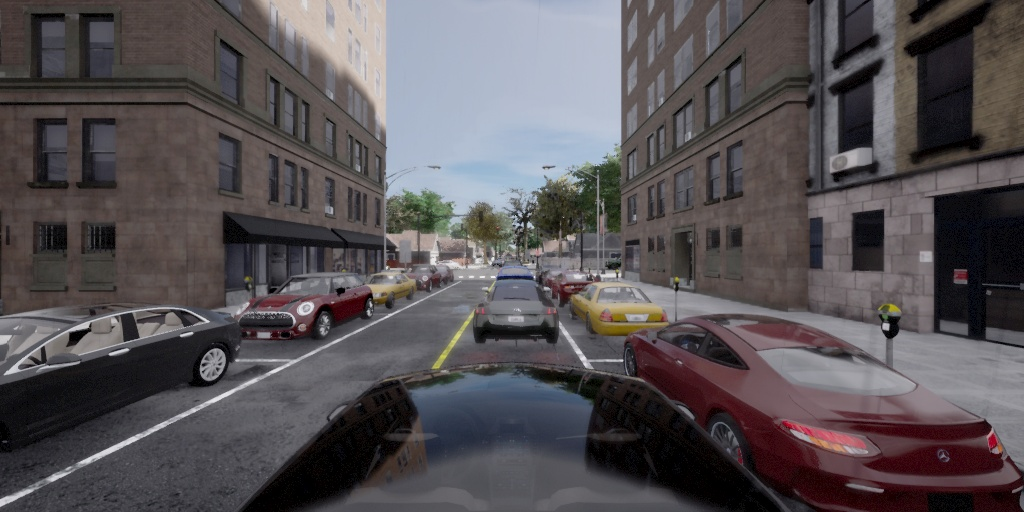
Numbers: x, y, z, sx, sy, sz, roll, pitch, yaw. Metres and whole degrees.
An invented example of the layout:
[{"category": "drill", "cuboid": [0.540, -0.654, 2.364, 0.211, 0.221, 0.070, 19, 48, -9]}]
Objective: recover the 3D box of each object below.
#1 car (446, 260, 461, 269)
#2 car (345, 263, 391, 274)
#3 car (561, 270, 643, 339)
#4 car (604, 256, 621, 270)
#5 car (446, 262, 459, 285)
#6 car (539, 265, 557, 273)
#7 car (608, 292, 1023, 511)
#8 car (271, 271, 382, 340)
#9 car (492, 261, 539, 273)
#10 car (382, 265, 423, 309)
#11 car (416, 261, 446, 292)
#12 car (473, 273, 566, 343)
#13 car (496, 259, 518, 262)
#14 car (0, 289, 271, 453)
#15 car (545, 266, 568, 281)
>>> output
[{"category": "car", "cuboid": [-9.397, 1.346, 49.542, 4.674, 1.442, 1.812, 0, 1, -19]}, {"category": "car", "cuboid": [-17.091, 1.467, 42.640, 4.718, 1.301, 1.895, 0, 0, -2]}, {"category": "car", "cuboid": [2.656, 1.278, 9.914, 1.751, 1.417, 4.829, 0, 0, 0]}, {"category": "car", "cuboid": [15.607, 0.895, 49.239, 5.566, 2.045, 2.150, 0, 0, 0]}, {"category": "car", "cuboid": [-5.325, 1.343, 26.319, 1.802, 1.307, 4.207, 0, 0, 0]}, {"category": "car", "cuboid": [2.685, 1.340, 20.780, 1.802, 1.307, 4.207, 0, 0, 0]}, {"category": "car", "cuboid": [2.641, 1.332, 4.225, 1.802, 1.307, 4.207, 0, 0, 0]}, {"category": "car", "cuboid": [-5.369, 1.192, 9.762, 1.967, 1.591, 4.097, 0, 0, 0]}, {"category": "car", "cuboid": [0.122, 1.235, 18.653, 1.882, 1.535, 5.008, 0, 0, -1]}, {"category": "car", "cuboid": [-5.355, 1.280, 15.111, 1.751, 1.417, 4.829, 0, 0, 0]}, {"category": "car", "cuboid": [-5.340, 1.198, 20.800, 1.967, 1.591, 4.097, 0, 0, 0]}, {"category": "car", "cuboid": [0.110, 1.316, 9.660, 1.994, 1.385, 4.181, 0, 0, 1]}, {"category": "car", "cuboid": [0.069, 1.114, 27.878, 2.097, 1.767, 4.553, 0, 0, 0]}, {"category": "car", "cuboid": [-5.384, 1.301, 4.243, 2.007, 1.370, 4.403, 0, 0, 0]}, {"category": "car", "cuboid": [2.671, 1.300, 15.262, 1.888, 1.381, 4.507, 0, 0, 0]}]
